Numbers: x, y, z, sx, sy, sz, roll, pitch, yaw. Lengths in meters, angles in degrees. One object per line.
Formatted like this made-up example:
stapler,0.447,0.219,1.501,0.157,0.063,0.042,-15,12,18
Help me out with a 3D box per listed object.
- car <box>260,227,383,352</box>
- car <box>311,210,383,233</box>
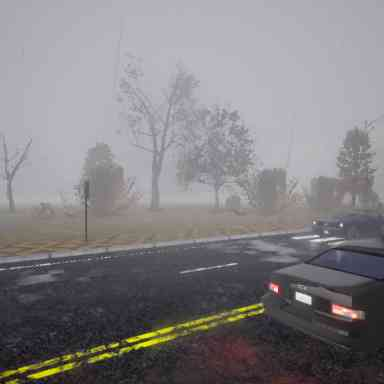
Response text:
car,3.734,1.546,5.979,5.357,1.411,2.033,0,0,-31
car,8.230,1.596,16.931,4.718,1.301,1.895,0,0,-33
